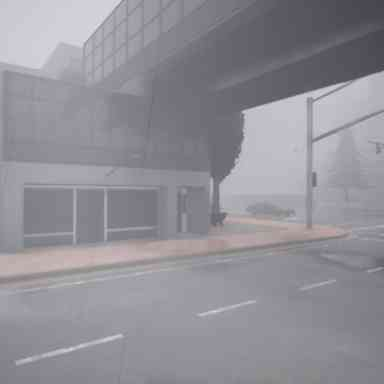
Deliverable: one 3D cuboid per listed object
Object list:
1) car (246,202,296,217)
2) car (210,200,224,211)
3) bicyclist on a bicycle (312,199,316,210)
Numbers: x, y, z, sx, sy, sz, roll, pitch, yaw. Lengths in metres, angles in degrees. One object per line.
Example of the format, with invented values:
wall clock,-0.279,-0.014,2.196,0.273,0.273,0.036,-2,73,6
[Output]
car,7.891,1.728,33.900,2.033,1.411,5.357,0,0,-36
car,2.080,1.744,42.003,1.994,1.385,4.181,0,0,-36
bicyclist on a bicycle,15.319,1.557,42.388,1.656,1.620,0.582,0,0,-36
